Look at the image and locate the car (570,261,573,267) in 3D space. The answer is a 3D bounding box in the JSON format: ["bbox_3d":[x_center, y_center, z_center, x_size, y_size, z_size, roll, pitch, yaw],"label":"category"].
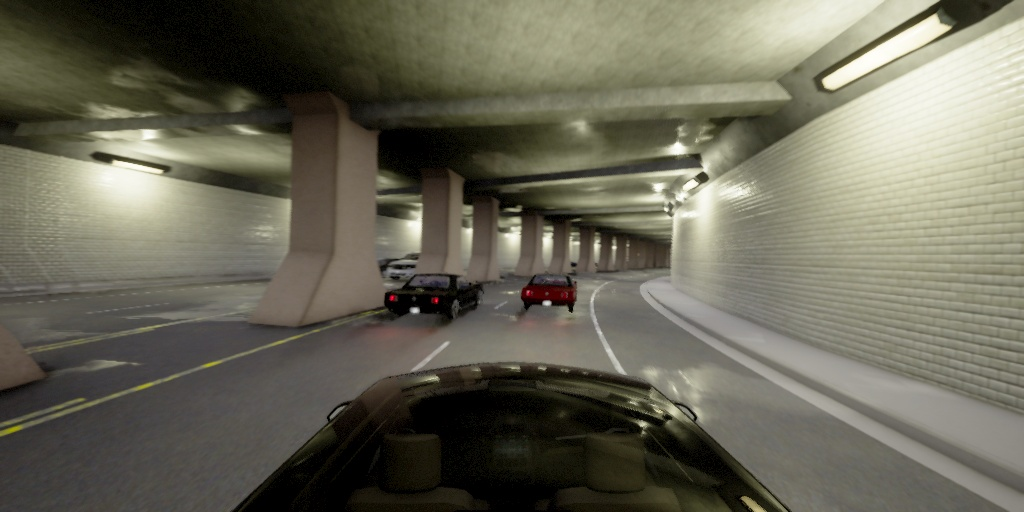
[{"bbox_3d":[9.946,1.455,63.694,1.895,1.301,4.718,2,0,33],"label":"car"}]

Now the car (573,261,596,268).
[{"bbox_3d":[12.910,1.501,61.835,2.033,1.411,5.357,2,0,33],"label":"car"}]

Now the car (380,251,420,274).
[{"bbox_3d":[-6.459,0.680,25.533,2.150,2.045,5.566,2,0,18],"label":"car"}]

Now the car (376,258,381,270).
[{"bbox_3d":[-9.529,0.860,27.281,1.837,1.490,4.892,2,0,18],"label":"car"}]

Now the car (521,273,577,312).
[{"bbox_3d":[1.660,1.359,14.571,1.895,1.301,4.718,2,0,12],"label":"car"}]

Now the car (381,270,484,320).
[{"bbox_3d":[-2.337,1.239,12.178,1.895,1.301,4.718,2,0,9],"label":"car"}]
